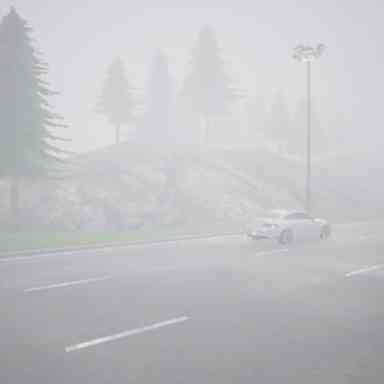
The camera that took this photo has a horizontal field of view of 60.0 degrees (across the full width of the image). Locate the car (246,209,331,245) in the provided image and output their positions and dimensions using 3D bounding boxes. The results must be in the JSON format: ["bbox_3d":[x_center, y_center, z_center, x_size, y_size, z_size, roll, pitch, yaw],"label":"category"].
[{"bbox_3d":[4.563,1.531,15.601,4.674,1.442,1.812,0,0,-36],"label":"car"}]
